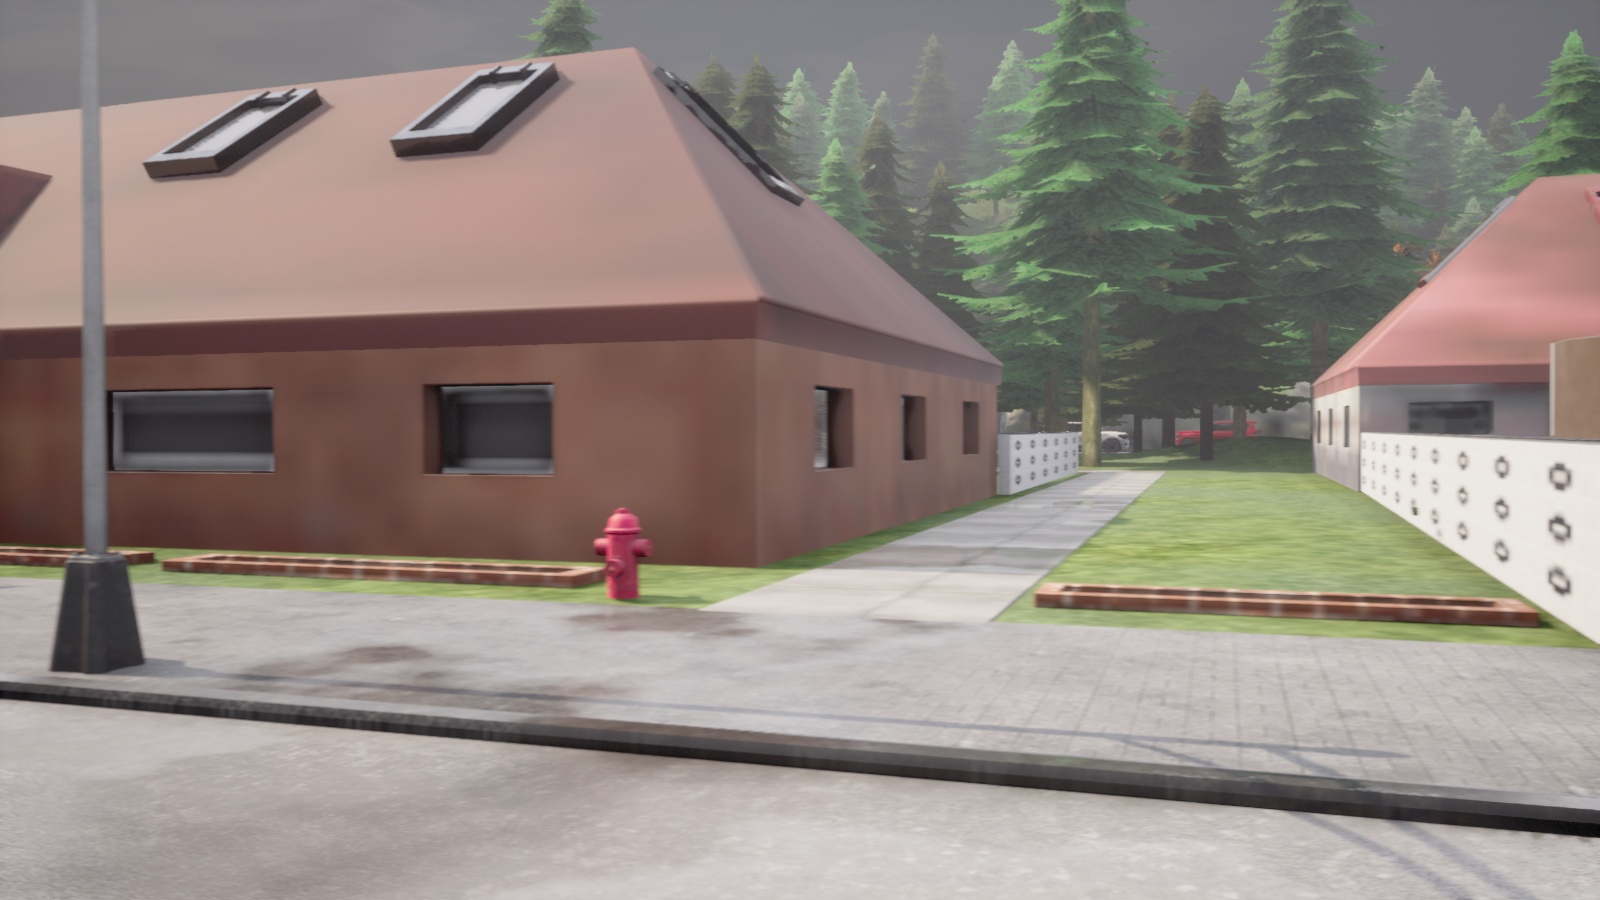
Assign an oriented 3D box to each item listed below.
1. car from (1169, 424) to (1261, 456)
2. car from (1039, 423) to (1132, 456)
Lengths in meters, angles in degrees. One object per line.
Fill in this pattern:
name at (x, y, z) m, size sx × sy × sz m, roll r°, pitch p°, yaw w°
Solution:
car at (26.888, -0.657, 81.364) m, size 5.566 × 2.045 × 2.150 m, roll 1°, pitch 1°, yaw 19°
car at (18.214, -0.668, 80.067) m, size 5.566 × 2.045 × 2.150 m, roll 0°, pitch 1°, yaw 19°
